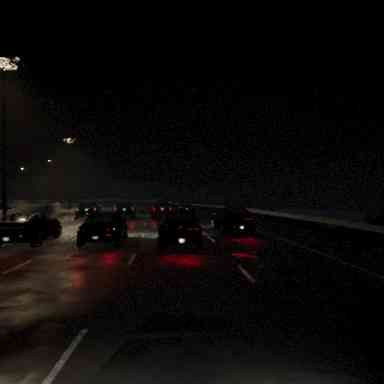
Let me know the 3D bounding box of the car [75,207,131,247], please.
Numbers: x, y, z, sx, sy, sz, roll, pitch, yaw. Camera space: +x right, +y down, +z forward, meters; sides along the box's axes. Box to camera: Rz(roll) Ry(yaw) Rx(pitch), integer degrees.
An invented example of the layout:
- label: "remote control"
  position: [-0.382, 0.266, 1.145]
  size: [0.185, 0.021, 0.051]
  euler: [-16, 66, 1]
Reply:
- label: "car"
  position: [-4.180, 1.699, 15.891]
  size: [1.812, 1.442, 4.674]
  euler: [0, 0, -6]

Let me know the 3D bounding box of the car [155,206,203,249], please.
- label: "car"
  position: [-0.620, 1.643, 15.321]
  size: [1.837, 1.490, 4.892]
  euler: [0, 0, -5]

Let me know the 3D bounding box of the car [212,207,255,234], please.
- label: "car"
  position: [2.419, 1.659, 20.333]
  size: [1.837, 1.490, 4.892]
  euler: [0, 0, -6]

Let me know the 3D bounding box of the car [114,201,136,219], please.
- label: "car"
  position: [-6.750, 1.695, 33.234]
  size: [2.097, 1.767, 4.553]
  euler: [0, -1, -11]

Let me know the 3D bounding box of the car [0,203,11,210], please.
- label: "car"
  position: [-22.603, 2.037, 38.964]
  size: [1.837, 1.490, 4.892]
  euler: [0, -1, -14]

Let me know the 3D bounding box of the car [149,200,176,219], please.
- label: "car"
  position: [-3.176, 1.663, 33.201]
  size: [2.097, 1.767, 4.553]
  euler: [0, -1, -11]

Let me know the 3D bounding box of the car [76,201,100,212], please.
- label: "car"
  position: [-10.334, 1.727, 33.324]
  size: [2.097, 1.767, 4.553]
  euler: [0, -1, -11]

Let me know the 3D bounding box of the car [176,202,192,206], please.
- label: "car"
  position: [-1.060, 1.919, 40.465]
  size: [1.994, 1.385, 4.181]
  euler: [0, 0, -13]

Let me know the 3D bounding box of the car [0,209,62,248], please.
- label: "car"
  position: [-7.682, 1.695, 15.774]
  size: [2.128, 1.511, 4.902]
  euler: [0, 0, -6]
